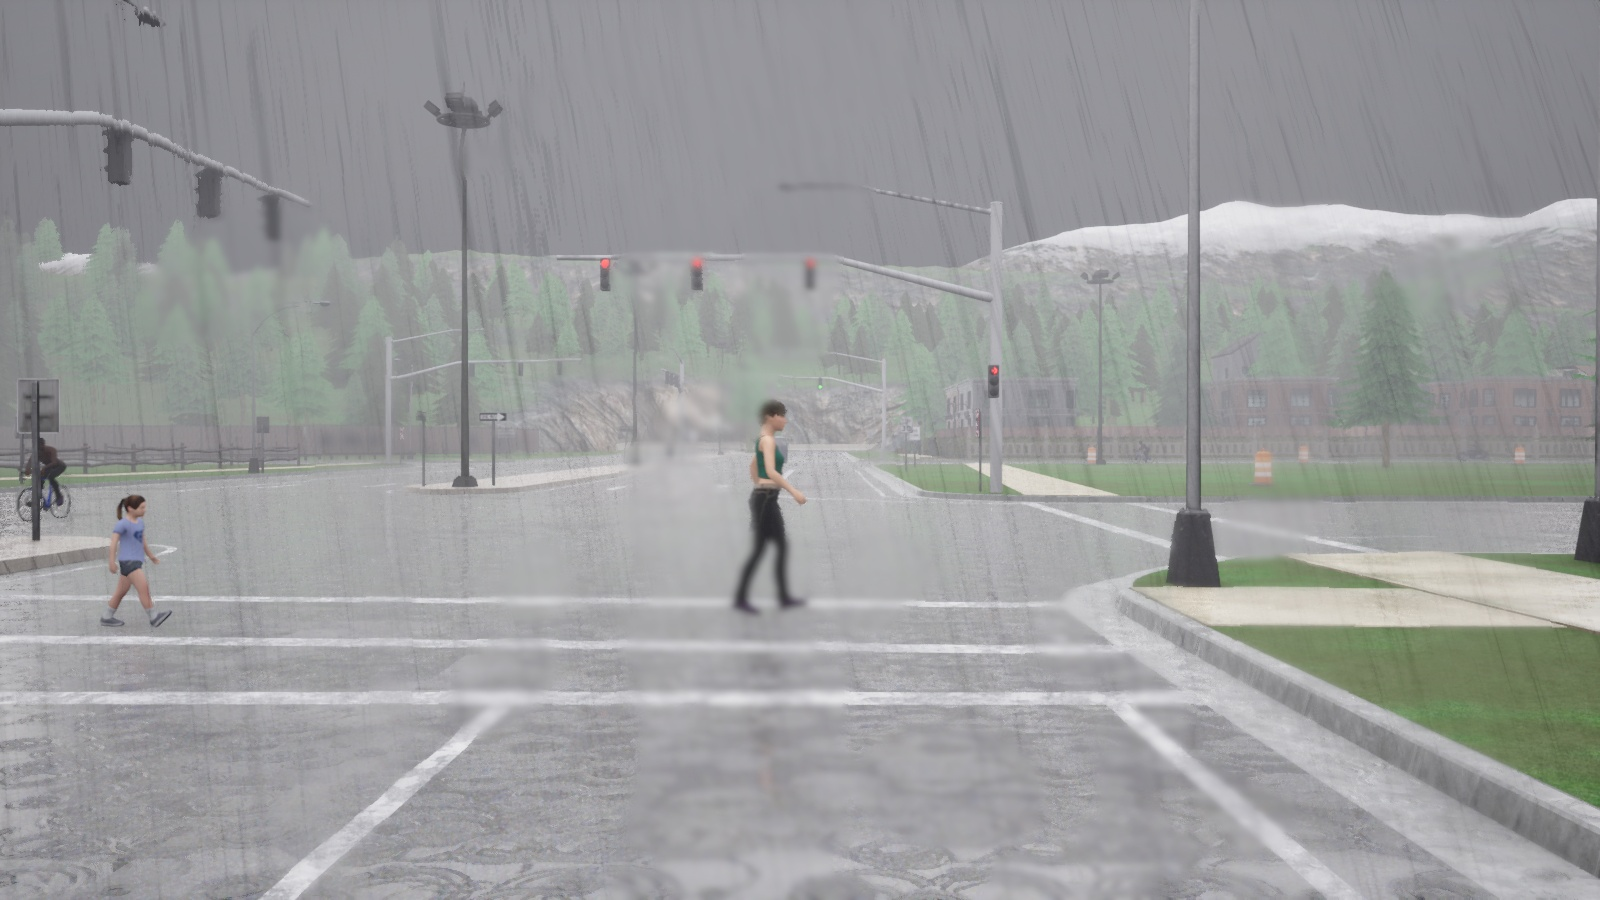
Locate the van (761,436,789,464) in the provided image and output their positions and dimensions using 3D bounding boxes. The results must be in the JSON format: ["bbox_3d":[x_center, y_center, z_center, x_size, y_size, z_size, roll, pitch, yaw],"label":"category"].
[{"bbox_3d":[-1.759,-0.009,89.820,1.775,1.987,4.442,0,0,1],"label":"van"}]

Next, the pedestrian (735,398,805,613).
[{"bbox_3d":[-0.255,0.474,10.874,0.594,1.836,0.345,0,0,1],"label":"pedestrian"}]

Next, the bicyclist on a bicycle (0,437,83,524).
[{"bbox_3d":[-14.625,0.551,24.227,0.582,1.620,1.656,0,1,1],"label":"bicyclist on a bicycle"}]

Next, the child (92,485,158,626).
[{"bbox_3d":[-5.424,0.844,10.101,0.394,1.110,0.255,0,0,-4],"label":"child"}]
